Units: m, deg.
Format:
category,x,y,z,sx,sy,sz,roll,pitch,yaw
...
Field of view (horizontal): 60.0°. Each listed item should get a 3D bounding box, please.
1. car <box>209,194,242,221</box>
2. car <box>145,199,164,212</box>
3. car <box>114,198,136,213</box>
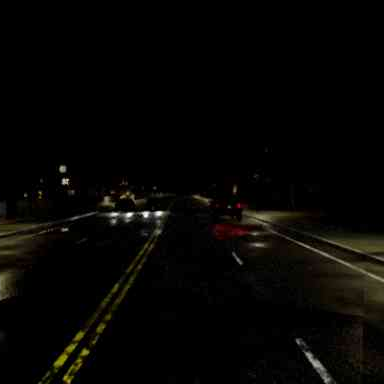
category,x,y,z,sx,sy,sz,roll,pitch,yaw
car,2.671,1.212,27.359,2.150,2.045,5.566,0,-1,-2
car,-4.499,1.536,39.752,1.812,1.442,4.674,0,0,-2
car,-7.709,1.498,38.440,1.882,1.535,5.008,0,0,-2
